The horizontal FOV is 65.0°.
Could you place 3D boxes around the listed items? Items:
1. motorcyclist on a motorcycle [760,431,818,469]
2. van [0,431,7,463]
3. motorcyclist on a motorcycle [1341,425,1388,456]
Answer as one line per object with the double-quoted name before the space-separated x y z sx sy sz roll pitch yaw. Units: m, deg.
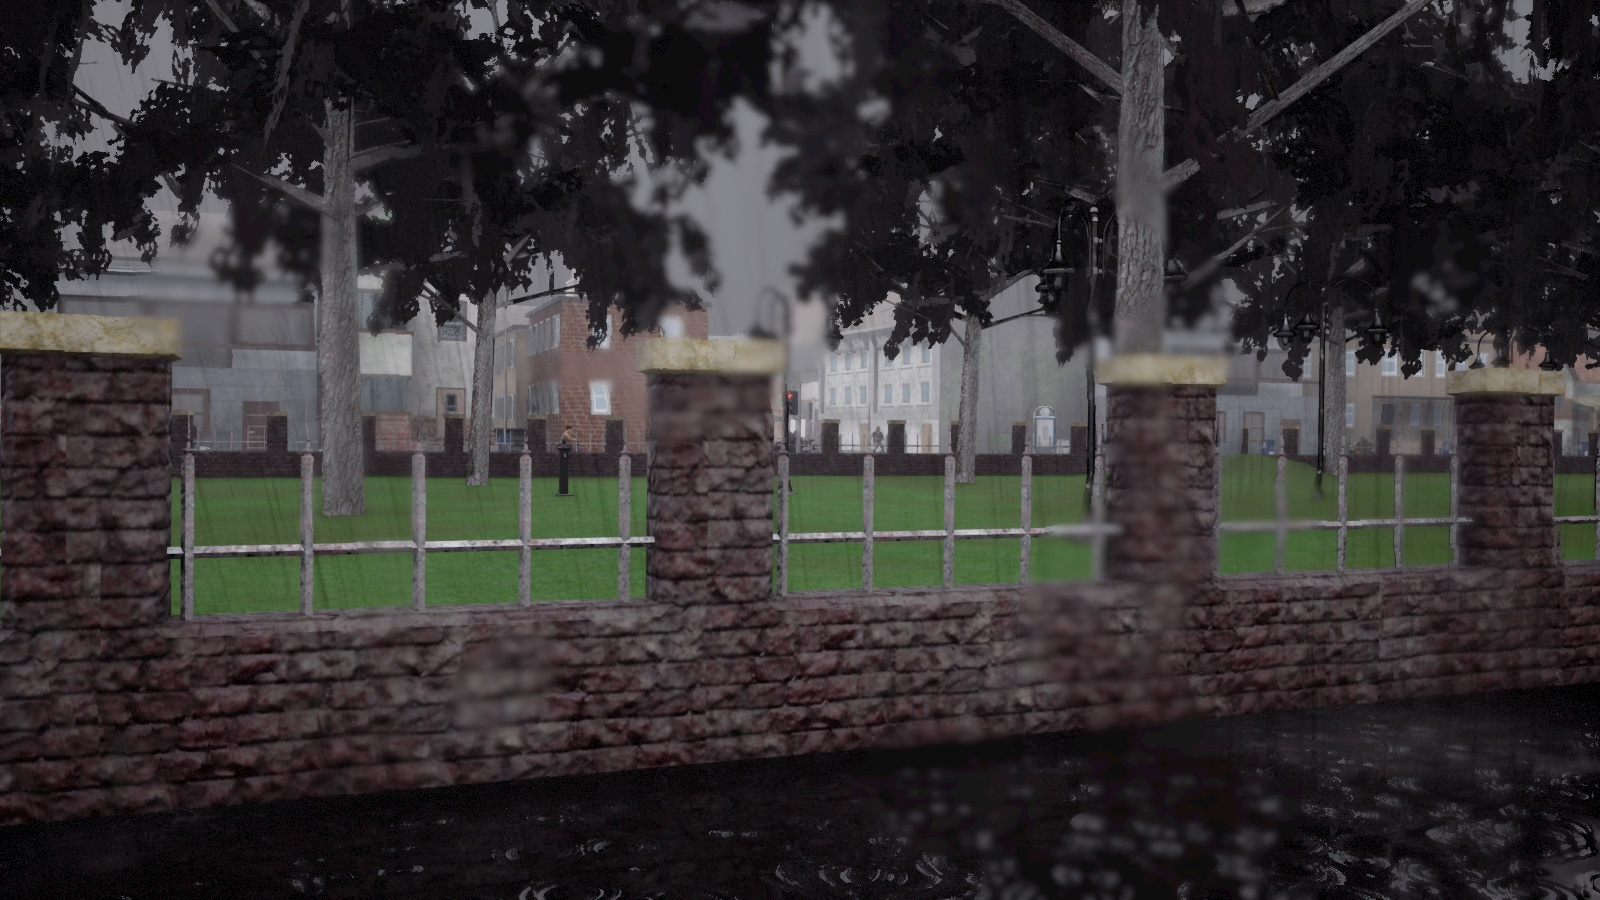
"motorcyclist on a motorcycle" -0.458 -0.009 52.076 2.191 1.530 0.866 -1 1 -23
"van" -50.693 -0.168 77.829 1.775 1.987 4.442 -1 1 -21
"motorcyclist on a motorcycle" 28.501 -0.507 63.443 2.191 1.530 0.866 -1 1 -21
